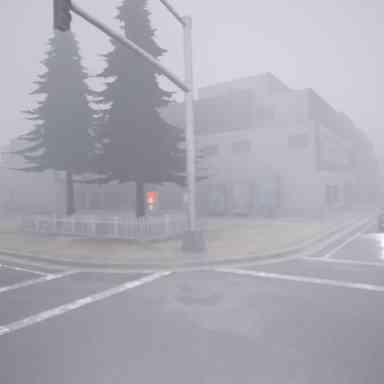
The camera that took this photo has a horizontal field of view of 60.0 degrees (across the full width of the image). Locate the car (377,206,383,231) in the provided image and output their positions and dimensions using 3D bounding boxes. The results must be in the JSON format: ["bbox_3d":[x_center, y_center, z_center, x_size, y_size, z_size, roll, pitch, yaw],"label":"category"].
[{"bbox_3d":[10.625,1.161,16.700,1.994,1.385,4.181,-1,0,35],"label":"car"}]
